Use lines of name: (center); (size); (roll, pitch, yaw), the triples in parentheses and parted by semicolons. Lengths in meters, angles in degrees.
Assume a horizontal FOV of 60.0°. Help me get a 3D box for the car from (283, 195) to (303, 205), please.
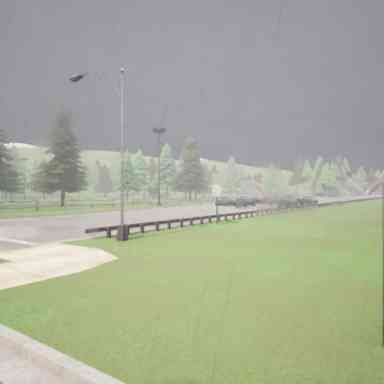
car: (17.602, 1.360, 57.900); (2.097, 1.767, 4.553); (0, 0, 35)

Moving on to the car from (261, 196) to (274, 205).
car: (13.919, 1.501, 58.913); (2.128, 1.511, 4.902); (0, 0, 35)

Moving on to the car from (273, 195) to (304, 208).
car: (13.319, 1.511, 45.761); (1.837, 1.490, 4.892); (0, 0, 35)

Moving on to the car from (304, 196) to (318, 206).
car: (19.180, 1.511, 54.223); (1.837, 1.490, 4.892); (0, 0, 35)

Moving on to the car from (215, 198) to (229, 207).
car: (5.390, 1.575, 52.719); (1.994, 1.385, 4.181); (0, 0, 35)

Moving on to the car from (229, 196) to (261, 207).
car: (8.087, 1.501, 50.483); (2.128, 1.511, 4.902); (0, 0, 35)

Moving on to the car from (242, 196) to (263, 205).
car: (11.050, 1.489, 60.919); (1.882, 1.535, 5.008); (0, 0, 35)

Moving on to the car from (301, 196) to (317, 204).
car: (23.097, 1.534, 65.753); (1.812, 1.442, 4.674); (0, 0, 35)
